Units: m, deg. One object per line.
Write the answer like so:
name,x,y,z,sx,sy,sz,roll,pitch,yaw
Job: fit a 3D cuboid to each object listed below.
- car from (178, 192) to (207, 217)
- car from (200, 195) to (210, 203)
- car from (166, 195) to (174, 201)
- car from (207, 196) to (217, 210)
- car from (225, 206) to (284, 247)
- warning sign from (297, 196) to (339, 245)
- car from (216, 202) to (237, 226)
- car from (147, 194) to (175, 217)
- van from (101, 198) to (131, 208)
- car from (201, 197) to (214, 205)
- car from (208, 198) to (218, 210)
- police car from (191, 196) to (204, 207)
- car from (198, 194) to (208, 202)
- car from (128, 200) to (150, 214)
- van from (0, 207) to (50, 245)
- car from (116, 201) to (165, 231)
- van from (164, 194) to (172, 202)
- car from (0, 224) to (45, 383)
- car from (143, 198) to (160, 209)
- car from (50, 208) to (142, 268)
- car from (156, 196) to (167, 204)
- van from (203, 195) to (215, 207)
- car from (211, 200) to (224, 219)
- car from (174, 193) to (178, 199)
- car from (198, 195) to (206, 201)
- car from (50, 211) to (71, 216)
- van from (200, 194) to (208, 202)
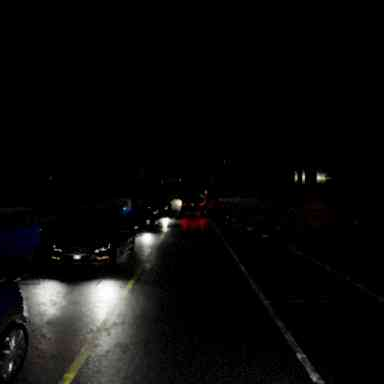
car,0.077,1.241,32.279,2.150,2.045,5.566,0,0,1
car,2.725,1.491,70.111,1.967,1.590,4.097,0,0,0
car,-5.815,1.596,86.523,1.752,1.417,4.829,0,0,0
car,2.747,1.572,42.483,1.887,1.381,4.507,0,0,0
car,2.769,1.550,14.856,1.887,1.381,4.507,0,0,0
warning sign,5.064,1.119,13.472,1.300,1.860,1.060,0,0,0
car,2.765,1.554,20.381,1.887,1.381,4.507,0,0,0
car,-3.075,1.373,31.502,2.097,1.767,4.553,0,0,0
van,-5.791,1.358,25.919,1.690,1.788,3.998,0,0,0
car,2.734,1.592,59.060,2.008,1.369,4.403,0,0,0
car,2.756,1.544,31.602,1.752,1.417,4.829,0,0,0
police car,0.870,1.463,53.584,1.930,1.638,5.238,0,0,0
car,2.716,1.376,81.161,2.192,1.841,5.009,0,0,0
car,-5.795,1.608,36.969,1.802,1.307,4.206,0,0,0
van,-5.784,1.347,9.344,1.690,1.788,3.998,0,0,0
car,-3.109,1.560,21.203,2.033,1.411,5.357,0,0,0
van,-5.814,1.406,81.169,1.690,1.788,3.998,0,0,0
car,-3.164,1.353,2.297,2.097,1.767,4.553,0,0,2
car,-5.799,1.586,48.019,2.008,1.369,4.403,0,0,0
car,-3.106,1.511,11.411,1.837,1.490,4.892,0,0,0
car,-5.806,1.575,64.424,1.752,1.417,4.829,0,0,0
van,2.738,1.378,53.534,1.690,1.788,3.998,0,0,0
car,2.760,1.559,25.907,1.887,1.381,4.507,0,0,0
car,-3.044,1.271,79.087,1.895,1.301,4.718,0,0,0
car,2.708,1.619,92.212,1.887,1.381,4.507,0,0,0
car,-5.786,1.554,14.869,1.887,1.381,4.507,0,0,0
van,2.721,1.397,75.635,1.690,1.788,3.998,0,0,0
